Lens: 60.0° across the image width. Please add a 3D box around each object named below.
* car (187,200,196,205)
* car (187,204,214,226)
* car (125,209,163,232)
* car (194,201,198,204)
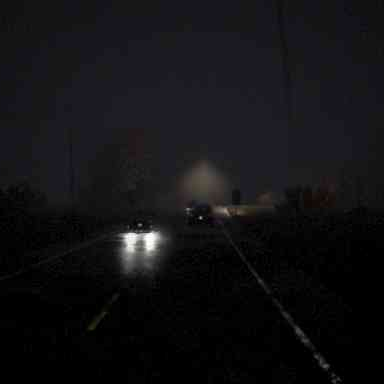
[{"bbox_3d":[0.094,2.408,66.555,1.837,1.490,4.892,0,0,6],"label":"car"},{"bbox_3d":[0.742,1.941,27.037,1.994,1.385,4.181,0,-1,2],"label":"car"},{"bbox_3d":[-3.155,1.878,22.490,1.994,1.385,4.181,0,-1,2],"label":"car"},{"bbox_3d":[1.568,2.144,41.954,1.994,1.385,4.181,0,-1,4],"label":"car"}]
